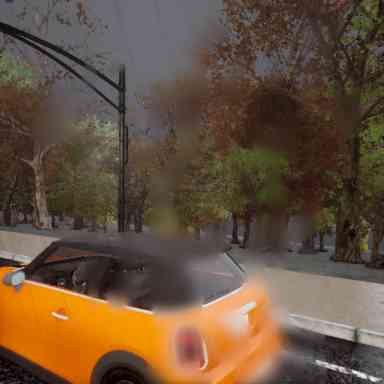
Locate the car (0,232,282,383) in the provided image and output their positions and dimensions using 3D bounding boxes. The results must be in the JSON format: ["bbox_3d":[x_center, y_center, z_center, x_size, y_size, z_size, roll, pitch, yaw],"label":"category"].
[{"bbox_3d":[-1.231,1.351,4.574,4.553,1.767,2.097,0,0,36],"label":"car"}]
